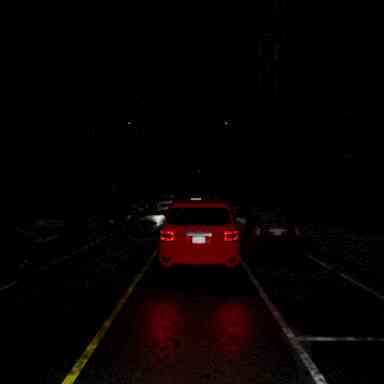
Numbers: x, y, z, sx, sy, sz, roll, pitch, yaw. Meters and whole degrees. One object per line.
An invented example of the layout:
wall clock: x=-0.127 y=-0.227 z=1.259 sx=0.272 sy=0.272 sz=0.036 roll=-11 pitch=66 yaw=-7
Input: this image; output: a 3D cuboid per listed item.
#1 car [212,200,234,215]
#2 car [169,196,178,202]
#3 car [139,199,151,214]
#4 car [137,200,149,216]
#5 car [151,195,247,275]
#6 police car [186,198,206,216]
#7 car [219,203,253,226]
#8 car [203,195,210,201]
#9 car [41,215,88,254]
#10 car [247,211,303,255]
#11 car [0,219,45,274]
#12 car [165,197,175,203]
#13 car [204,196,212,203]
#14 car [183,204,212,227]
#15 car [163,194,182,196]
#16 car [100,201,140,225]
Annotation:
car: x=3.260 y=1.623 z=35.452 sx=1.947 sy=1.339 sz=4.313 roll=0 pitch=0 yaw=1
car: x=-4.647 y=1.742 z=83.469 sx=2.008 sy=1.369 sz=4.403 roll=0 pitch=0 yaw=1
car: x=-5.265 y=1.497 z=35.553 sx=1.967 sy=1.590 sz=4.097 roll=0 pitch=0 yaw=1
car: x=-5.330 y=1.629 z=30.052 sx=1.802 sy=1.307 sz=4.206 roll=0 pitch=0 yaw=1
car: x=0.211 y=1.238 z=10.635 sx=2.150 sy=2.045 sz=5.566 roll=0 pitch=0 yaw=1
police car: x=0.395 y=1.480 z=34.598 sx=1.930 sy=1.638 sz=5.238 roll=0 pitch=0 yaw=0
car: x=3.130 y=1.589 z=24.451 sx=2.008 sy=1.369 sz=4.403 roll=0 pitch=0 yaw=1
car: x=4.023 y=1.678 z=94.174 sx=1.967 sy=1.590 sz=4.097 roll=0 pitch=0 yaw=1
car: x=-5.524 y=1.602 z=13.549 sx=1.802 sy=1.307 sz=4.206 roll=0 pitch=0 yaw=1
car: x=3.001 y=1.460 z=13.449 sx=1.967 sy=1.590 sz=4.097 roll=0 pitch=0 yaw=1
car: x=-5.589 y=1.577 z=8.048 sx=1.947 sy=1.339 sz=4.313 roll=0 pitch=0 yaw=1
car: x=-4.794 y=1.735 z=72.653 sx=1.802 sy=1.307 sz=4.206 roll=0 pitch=0 yaw=1
car: x=3.805 y=1.698 z=78.118 sx=1.752 sy=1.417 sz=4.829 roll=0 pitch=0 yaw=1
car: x=0.374 y=1.638 z=24.334 sx=1.895 sy=1.301 sz=4.718 roll=0 pitch=0 yaw=1
car: x=-2.586 y=1.359 z=36.266 sx=2.150 sy=2.045 sz=5.566 roll=0 pitch=0 yaw=1
car: x=-5.394 y=1.603 z=24.551 sx=1.947 sy=1.339 sz=4.313 roll=0 pitch=0 yaw=1
